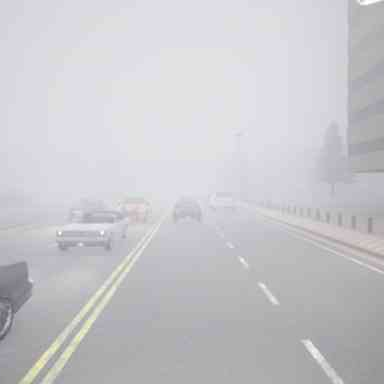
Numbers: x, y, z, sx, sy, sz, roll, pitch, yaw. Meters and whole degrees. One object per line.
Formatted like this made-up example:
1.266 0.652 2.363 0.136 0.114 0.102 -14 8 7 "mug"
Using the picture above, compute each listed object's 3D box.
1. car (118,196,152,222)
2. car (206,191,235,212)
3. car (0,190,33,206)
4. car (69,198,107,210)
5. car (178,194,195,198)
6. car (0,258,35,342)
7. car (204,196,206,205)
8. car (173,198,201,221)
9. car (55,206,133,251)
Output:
-4.023 1.105 23.416 2.097 1.767 4.553 0 1 -1 "car"
2.961 0.865 33.840 2.150 2.045 5.566 0 1 -1 "car"
-21.849 0.716 41.783 1.932 1.855 4.605 0 1 -1 "car"
-7.458 1.239 24.229 2.128 1.511 4.902 0 0 -1 "car"
-0.687 1.041 41.284 1.882 1.535 5.008 0 1 -1 "car"
-3.650 1.510 3.536 2.033 1.411 5.357 0 1 -1 "car"
2.763 0.887 43.950 2.097 1.767 4.553 0 1 -1 "car"
-0.350 1.346 24.048 1.895 1.301 4.718 0 1 -1 "car"
-3.844 1.457 13.540 1.895 1.301 4.718 0 1 -1 "car"
